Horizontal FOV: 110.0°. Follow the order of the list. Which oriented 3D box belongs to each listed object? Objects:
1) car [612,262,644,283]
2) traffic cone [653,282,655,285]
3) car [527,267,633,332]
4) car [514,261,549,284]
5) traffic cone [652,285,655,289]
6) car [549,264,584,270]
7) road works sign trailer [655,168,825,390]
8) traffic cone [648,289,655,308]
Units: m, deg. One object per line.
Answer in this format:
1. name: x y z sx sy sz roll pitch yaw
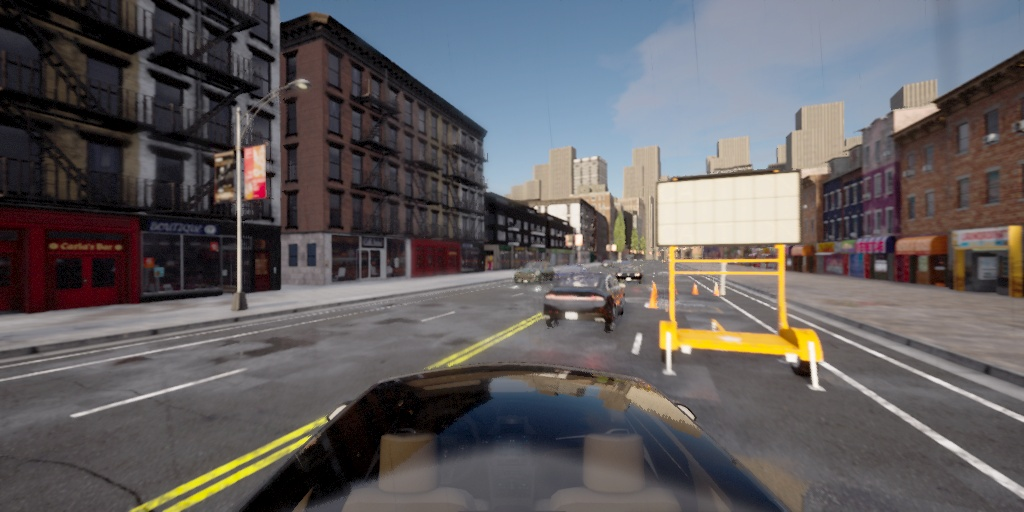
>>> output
1. car: 9.317 1.395 28.133 1.895 1.301 4.718 -1 0 22
2. traffic cone: 6.994 1.720 17.714 0.340 0.580 0.340 0 0 22
3. car: 2.376 1.262 11.081 2.128 1.511 4.902 -1 0 22
4. car: 1.788 1.202 27.402 2.097 1.767 4.553 -1 0 22
5. traffic cone: 6.240 1.717 15.861 0.340 0.580 0.340 0 0 22
6. car: 4.235 1.344 24.793 1.812 1.442 4.674 -1 0 22
7. road works sign trailer: 4.126 0.203 7.005 2.380 3.560 2.880 0 0 22
8. traffic cone: 5.486 1.715 14.009 0.340 0.580 0.340 0 0 22
